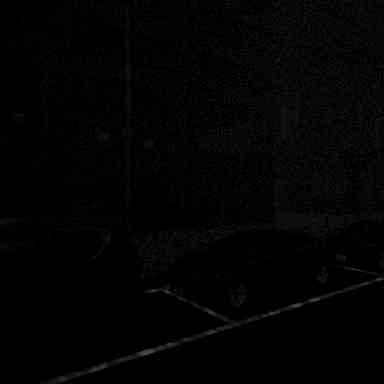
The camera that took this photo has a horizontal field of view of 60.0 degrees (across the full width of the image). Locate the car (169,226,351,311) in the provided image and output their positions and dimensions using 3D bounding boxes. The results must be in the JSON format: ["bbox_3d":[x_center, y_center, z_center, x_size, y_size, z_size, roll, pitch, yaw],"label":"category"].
[{"bbox_3d":[1.533,1.562,7.745,4.313,1.339,1.947,0,0,-35],"label":"car"}]

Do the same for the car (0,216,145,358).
[{"bbox_3d":[-3.057,1.312,4.472,5.009,1.841,2.192,0,0,-35],"label":"car"}]

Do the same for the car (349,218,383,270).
[{"bbox_3d":[6.121,1.563,11.018,4.313,1.339,1.947,0,0,-35],"label":"car"}]
